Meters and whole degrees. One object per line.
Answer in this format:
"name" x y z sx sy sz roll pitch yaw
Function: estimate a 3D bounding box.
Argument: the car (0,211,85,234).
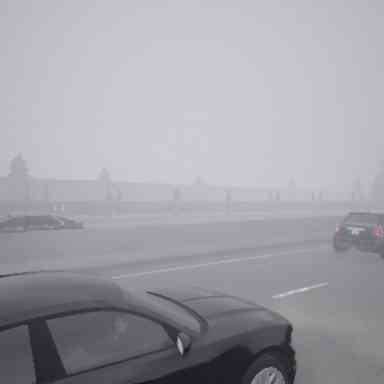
"car" -6.408 1.525 12.266 4.892 1.490 1.837 1 0 -35

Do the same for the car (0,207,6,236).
"car" -12.154 1.524 16.783 4.674 1.442 1.812 1 0 -35

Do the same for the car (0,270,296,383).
"car" -1.158 1.485 2.919 5.008 1.535 1.882 1 0 -36

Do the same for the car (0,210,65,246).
"car" -8.247 1.586 15.241 4.181 1.385 1.994 1 0 -35

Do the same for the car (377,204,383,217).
"car" 22.749 1.993 35.644 5.357 1.411 2.033 1 -1 -18

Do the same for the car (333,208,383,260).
"car" 7.696 1.497 13.100 4.553 1.767 2.097 1 0 -32
